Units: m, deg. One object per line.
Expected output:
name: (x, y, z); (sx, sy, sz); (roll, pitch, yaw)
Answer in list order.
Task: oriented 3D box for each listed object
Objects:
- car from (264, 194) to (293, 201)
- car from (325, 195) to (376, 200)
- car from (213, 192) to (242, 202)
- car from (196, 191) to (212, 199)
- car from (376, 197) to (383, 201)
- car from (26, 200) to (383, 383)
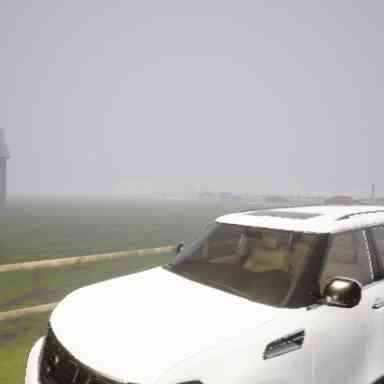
car: (11.996, 1.020, 46.127); (1.994, 1.385, 4.181); (0, 1, -34)
car: (17.717, 1.112, 38.098); (1.882, 1.535, 5.008); (0, 1, -36)
car: (6.097, 0.751, 54.376); (1.882, 1.535, 5.008); (0, 1, -35)
car: (2.653, 0.597, 65.423); (1.837, 1.490, 4.892); (0, 1, -35)
car: (21.579, 1.279, 38.855); (1.895, 1.301, 4.718); (0, 1, -34)
car: (1.176, 1.222, 3.910); (5.566, 2.045, 2.150); (0, 0, -36)
